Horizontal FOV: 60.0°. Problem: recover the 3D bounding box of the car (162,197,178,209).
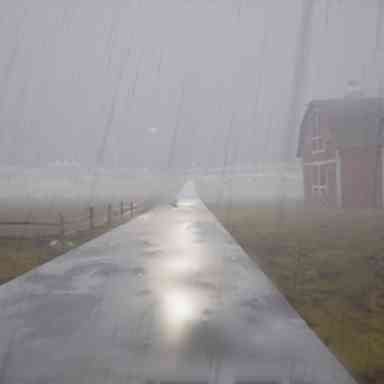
[{"bbox_3d":[-2.765,1.319,42.694,2.033,1.411,5.357,-1,0,0],"label":"car"}]
